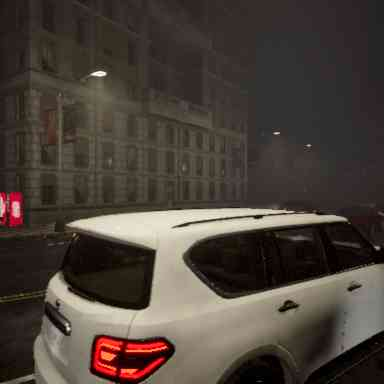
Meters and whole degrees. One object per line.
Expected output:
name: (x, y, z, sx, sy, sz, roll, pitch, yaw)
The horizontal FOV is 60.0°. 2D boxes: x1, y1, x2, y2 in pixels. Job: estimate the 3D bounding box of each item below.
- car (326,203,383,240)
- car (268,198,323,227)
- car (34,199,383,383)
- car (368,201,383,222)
car: (8.939, 1.469, 17.891, 1.882, 1.535, 5.008, 0, 0, 38)
car: (6.458, 1.167, 20.374, 1.812, 1.442, 4.674, 0, 0, 37)
car: (1.015, 1.223, 4.329, 5.566, 2.045, 2.150, -1, 1, -38)
car: (15.414, 1.514, 26.417, 1.812, 1.442, 4.674, 0, 0, 37)
